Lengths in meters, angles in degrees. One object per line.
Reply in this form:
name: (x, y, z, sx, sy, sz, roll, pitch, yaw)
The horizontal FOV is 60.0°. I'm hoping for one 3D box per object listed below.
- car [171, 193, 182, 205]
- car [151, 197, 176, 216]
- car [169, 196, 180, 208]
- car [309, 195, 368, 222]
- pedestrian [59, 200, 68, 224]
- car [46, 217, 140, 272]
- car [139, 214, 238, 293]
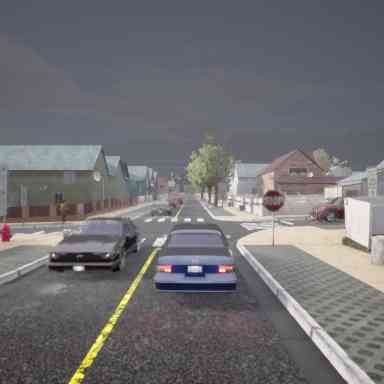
car: (-2.932, 1.220, 61.005, 2.150, 2.045, 5.566, 0, 0, 2)
car: (-2.894, 1.529, 32.743, 1.812, 1.442, 4.674, 0, 0, 0)
car: (-2.924, 1.602, 44.041, 1.895, 1.301, 4.718, 0, 0, 0)
car: (10.326, 1.067, 22.487, 4.553, 1.767, 2.097, -2, -1, -1)
pedestrian: (-9.738, 1.462, 25.242, 0.375, 1.860, 0.375, 0, 0, 0)
car: (-2.872, 1.550, 11.077, 2.033, 1.411, 5.357, 0, 0, 0)
car: (0.118, 1.550, 8.992, 2.033, 1.411, 5.357, 0, 0, 1)
